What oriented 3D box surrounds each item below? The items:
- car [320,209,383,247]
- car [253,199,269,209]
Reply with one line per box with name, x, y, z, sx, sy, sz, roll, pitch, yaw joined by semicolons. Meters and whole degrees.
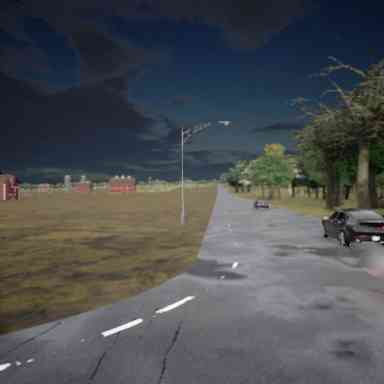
car;7.294;1.539;15.125;1.837;1.490;4.892;0;0;6
car;10.045;1.746;48.376;2.033;1.411;5.357;0;0;5
